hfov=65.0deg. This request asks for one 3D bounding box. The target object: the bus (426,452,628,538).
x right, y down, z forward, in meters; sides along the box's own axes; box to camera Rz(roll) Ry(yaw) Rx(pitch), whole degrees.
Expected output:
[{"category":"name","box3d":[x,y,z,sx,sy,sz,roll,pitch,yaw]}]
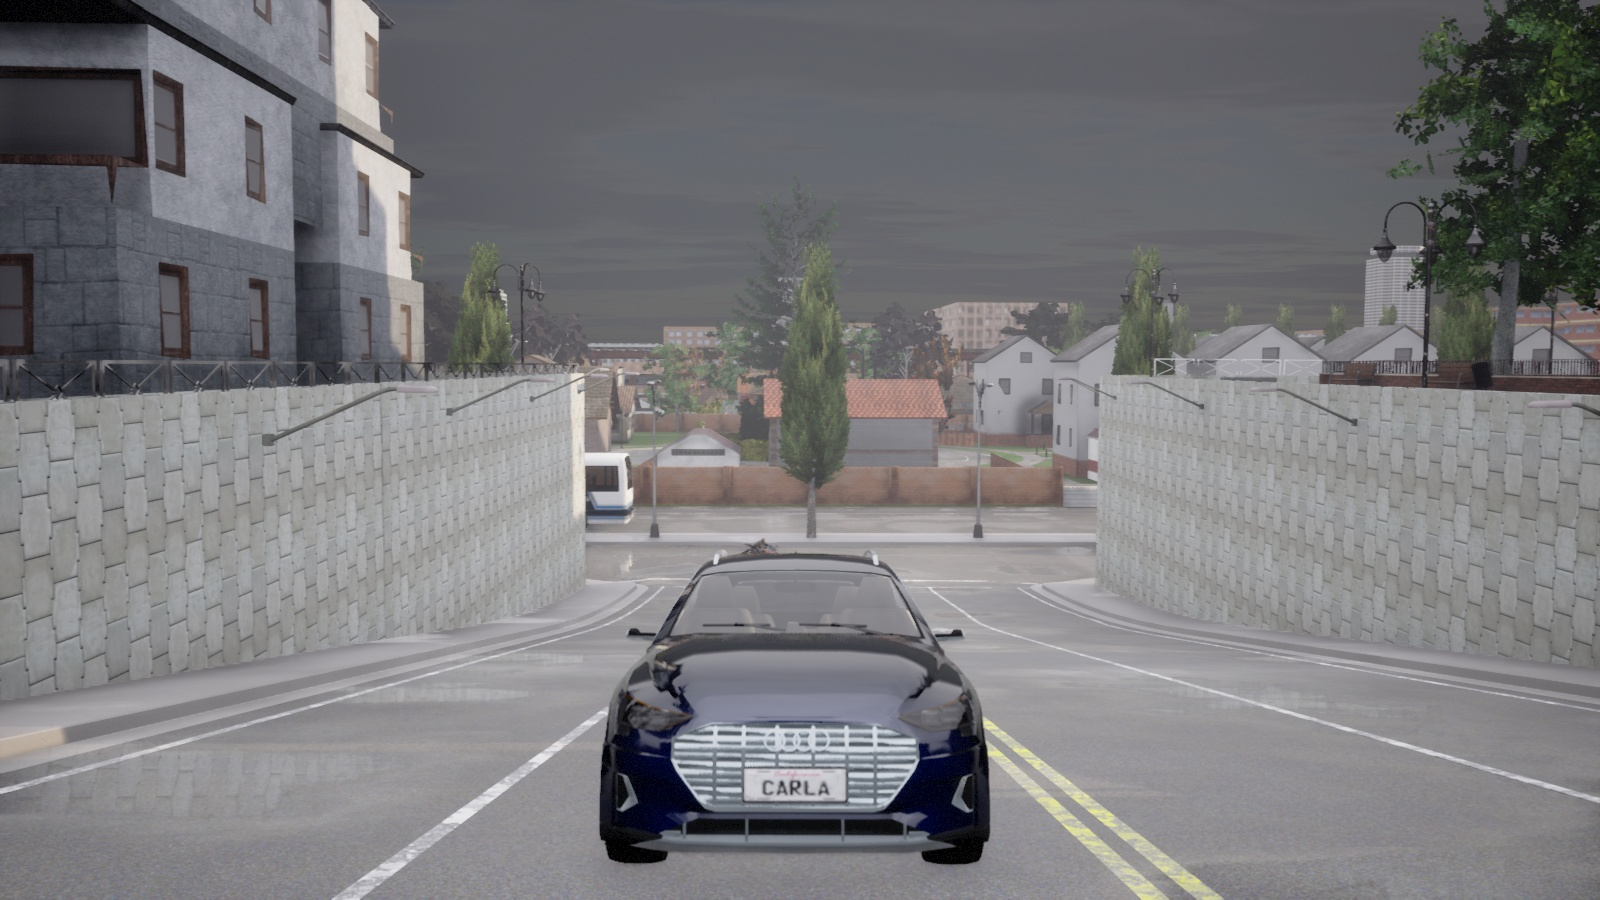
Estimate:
[{"category":"bus","box3d":[-14.843,2.410,69.107,10.273,4.253,3.944,0,4,-1]}]

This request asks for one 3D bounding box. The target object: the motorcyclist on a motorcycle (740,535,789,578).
[{"category":"motorcyclist on a motorcycle","box3d":[-1.538,4.600,54.410,0.866,1.530,2.191,-5,5,-42]}]

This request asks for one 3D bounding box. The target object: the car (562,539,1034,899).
[{"category":"car","box3d":[-0.017,1.436,7.891,2.033,1.649,4.856,0,-5,0]}]
